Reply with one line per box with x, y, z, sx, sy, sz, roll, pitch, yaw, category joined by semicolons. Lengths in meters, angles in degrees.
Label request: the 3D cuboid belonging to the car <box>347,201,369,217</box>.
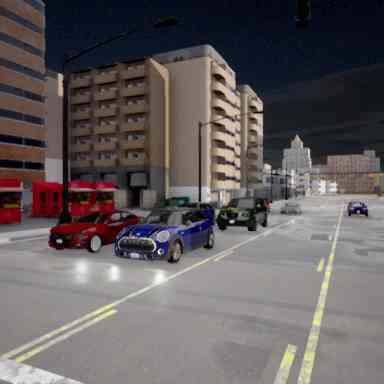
18.111;1.894;36.292;1.812;1.442;4.674;0;-1;26;car

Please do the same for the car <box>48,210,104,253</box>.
-3.803;1.518;14.280;1.882;1.535;5.008;0;0;23;car

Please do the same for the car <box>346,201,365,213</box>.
22.359;1.981;45.593;2.128;1.511;4.902;0;-1;25;car

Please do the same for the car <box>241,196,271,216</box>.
7.581;1.560;38.797;2.150;2.045;5.566;0;-1;25;car

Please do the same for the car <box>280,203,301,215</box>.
11.625;1.963;39.171;1.895;1.301;4.718;0;-1;25;car

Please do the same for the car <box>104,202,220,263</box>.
-0.828;1.393;12.331;2.097;1.767;4.553;0;0;25;car

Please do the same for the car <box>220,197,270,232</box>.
3.423;1.350;21.516;2.150;2.045;5.566;0;0;25;car
